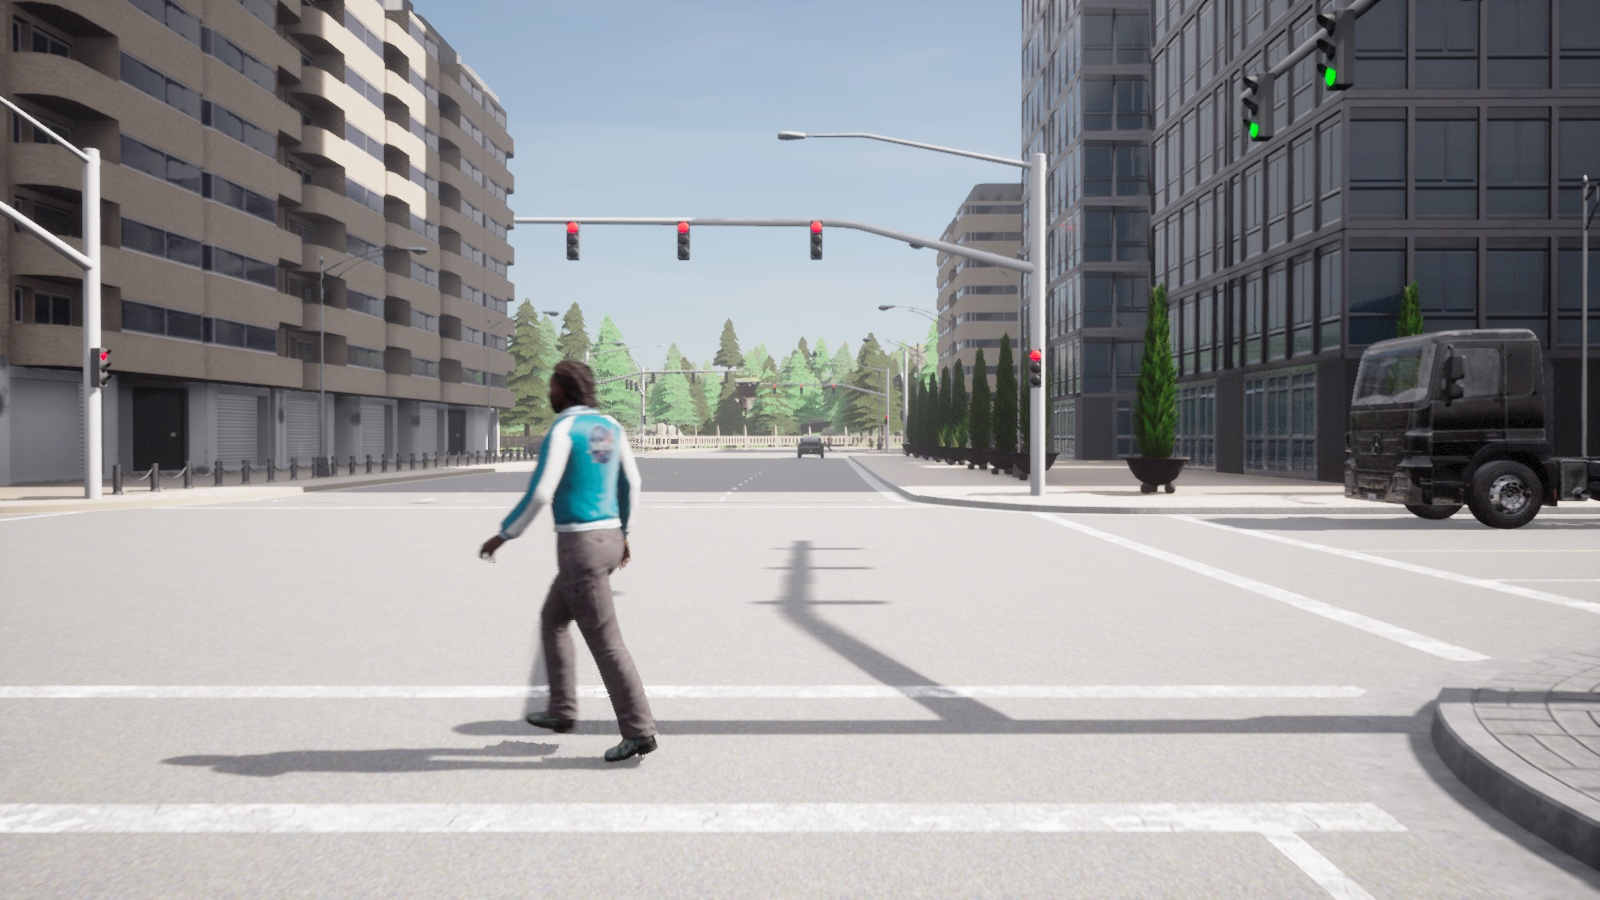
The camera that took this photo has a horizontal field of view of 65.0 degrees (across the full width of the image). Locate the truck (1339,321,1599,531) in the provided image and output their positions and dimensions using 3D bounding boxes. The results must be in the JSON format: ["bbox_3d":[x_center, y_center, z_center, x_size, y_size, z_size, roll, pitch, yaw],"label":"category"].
[{"bbox_3d":[14.070,-0.408,22.064,7.936,3.462,2.891,0,1,1],"label":"truck"}]

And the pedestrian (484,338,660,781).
[{"bbox_3d":[-1.050,0.476,5.800,0.692,1.930,0.396,0,1,25],"label":"pedestrian"}]

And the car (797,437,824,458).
[{"bbox_3d":[0.765,-0.196,87.705,1.837,1.490,4.892,0,1,1],"label":"car"}]
